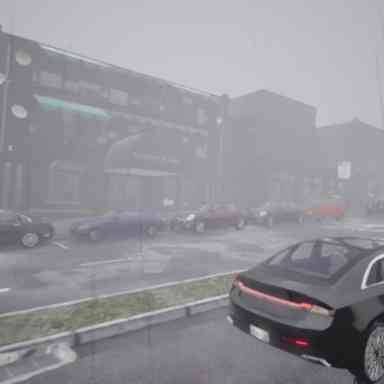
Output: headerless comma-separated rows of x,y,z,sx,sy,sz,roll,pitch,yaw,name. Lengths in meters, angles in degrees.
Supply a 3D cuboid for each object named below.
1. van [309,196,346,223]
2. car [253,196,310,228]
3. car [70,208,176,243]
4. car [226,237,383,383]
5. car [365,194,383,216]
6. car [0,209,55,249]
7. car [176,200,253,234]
9.848,1.258,25.554,4.442,1.987,1.878,0,0,-36,van
5.478,1.349,22.419,4.553,1.767,2.185,0,0,-36,car
-3.423,1.495,16.035,4.674,1.452,2.002,0,0,-36,car
2.791,1.500,5.433,4.902,1.511,2.128,0,0,-36,car
19.000,1.253,32.119,5.566,2.045,2.435,0,0,-36,car
-7.908,1.446,12.816,4.892,1.521,2.231,0,0,-36,car
0.989,1.339,19.199,4.553,1.767,2.185,0,0,-36,car
